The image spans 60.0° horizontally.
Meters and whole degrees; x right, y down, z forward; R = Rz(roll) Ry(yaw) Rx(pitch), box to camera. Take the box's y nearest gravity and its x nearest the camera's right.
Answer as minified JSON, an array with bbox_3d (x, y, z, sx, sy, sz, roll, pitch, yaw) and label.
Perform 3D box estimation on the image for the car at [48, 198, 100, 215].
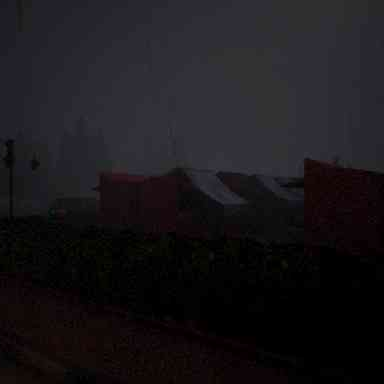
[{"bbox_3d":[-7.782,1.422,24.587,2.150,2.045,5.566,-1,0,36],"label":"car"}]
